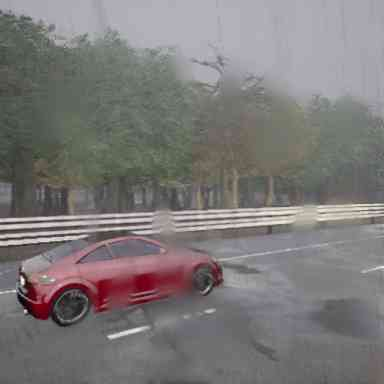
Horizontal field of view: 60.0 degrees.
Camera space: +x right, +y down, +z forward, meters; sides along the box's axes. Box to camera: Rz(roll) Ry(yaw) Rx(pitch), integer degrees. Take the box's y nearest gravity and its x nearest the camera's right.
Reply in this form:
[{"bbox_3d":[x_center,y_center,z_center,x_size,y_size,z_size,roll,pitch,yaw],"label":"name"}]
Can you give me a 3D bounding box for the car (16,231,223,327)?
[{"bbox_3d":[-1.373,1.550,7.070,4.181,1.385,1.994,0,0,-35],"label":"car"}]
